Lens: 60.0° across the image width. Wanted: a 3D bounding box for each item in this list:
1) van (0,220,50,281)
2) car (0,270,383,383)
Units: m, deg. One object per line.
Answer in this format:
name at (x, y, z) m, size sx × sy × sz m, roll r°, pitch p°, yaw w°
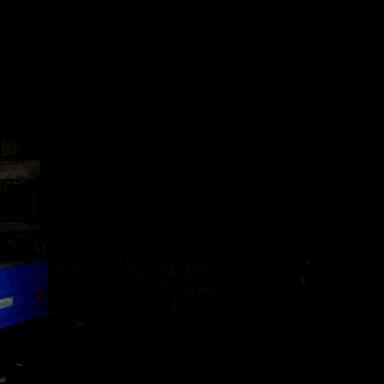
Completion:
van at (-4.170, 1.340, 5.786) m, size 3.998 × 1.788 × 1.690 m, roll 0°, pitch 0°, yaw 36°
car at (0.315, 1.566, 2.585) m, size 4.313 × 1.339 × 1.947 m, roll 0°, pitch 0°, yaw 36°
